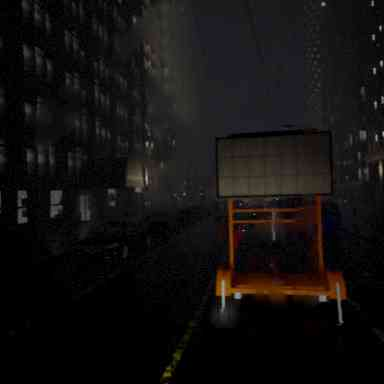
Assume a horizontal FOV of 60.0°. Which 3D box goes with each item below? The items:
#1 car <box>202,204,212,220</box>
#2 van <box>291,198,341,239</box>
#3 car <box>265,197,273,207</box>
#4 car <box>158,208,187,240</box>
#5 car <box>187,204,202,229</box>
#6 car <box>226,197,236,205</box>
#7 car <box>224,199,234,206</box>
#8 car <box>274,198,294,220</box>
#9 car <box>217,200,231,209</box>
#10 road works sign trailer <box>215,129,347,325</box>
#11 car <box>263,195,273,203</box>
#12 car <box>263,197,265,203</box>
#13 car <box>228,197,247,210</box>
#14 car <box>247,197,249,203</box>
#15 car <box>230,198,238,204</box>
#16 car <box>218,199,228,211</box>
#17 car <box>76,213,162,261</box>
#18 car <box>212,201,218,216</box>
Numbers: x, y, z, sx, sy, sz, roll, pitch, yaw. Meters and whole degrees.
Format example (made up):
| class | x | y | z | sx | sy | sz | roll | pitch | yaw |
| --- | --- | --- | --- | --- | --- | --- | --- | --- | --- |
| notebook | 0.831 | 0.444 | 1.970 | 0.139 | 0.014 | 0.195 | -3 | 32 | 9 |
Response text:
| class | x | y | z | sx | sy | sz | roll | pitch | yaw |
| --- | --- | --- | --- | --- | --- | --- | --- | --- | --- |
| car | 0.292 | 1.891 | 29.885 | 2.008 | 1.369 | 4.403 | -2 | -1 | 11 |
| van | 6.391 | 1.367 | 17.157 | 1.690 | 1.788 | 3.998 | -2 | -1 | 11 |
| car | 13.833 | 1.826 | 56.238 | 2.008 | 1.369 | 4.403 | -2 | -1 | 11 |
| car | -1.831 | 1.835 | 18.718 | 1.947 | 1.339 | 4.313 | -2 | -1 | 11 |
| car | -0.769 | 1.849 | 24.301 | 1.887 | 1.381 | 4.507 | -2 | -1 | 11 |
| car | 8.785 | 2.064 | 74.553 | 1.967 | 1.590 | 4.097 | -2 | -1 | 11 |
| car | 7.728 | 2.171 | 68.968 | 1.802 | 1.307 | 4.206 | -2 | -1 | 11 |
| car | 8.514 | 1.412 | 28.324 | 2.192 | 1.841 | 5.009 | -2 | -1 | 11 |
| car | 5.603 | 2.069 | 57.802 | 2.008 | 1.369 | 4.403 | -2 | -1 | 11 |
| road works sign trailer | 1.768 | 0.501 | 7.223 | 2.380 | 3.560 | 2.880 | -2 | -1 | 11 |
| car | 19.134 | 1.767 | 84.159 | 2.192 | 1.841 | 5.009 | -2 | -1 | 11 |
| car | 18.072 | 1.732 | 78.575 | 2.192 | 1.841 | 5.009 | -2 | -1 | 11 |
| car | 6.349 | 1.732 | 47.687 | 2.097 | 1.767 | 4.553 | -2 | -1 | 11 |
| car | 13.776 | 1.953 | 86.372 | 2.097 | 1.767 | 4.553 | -2 | -1 | 11 |
| car | 10.880 | 2.219 | 85.553 | 1.752 | 1.417 | 4.829 | -2 | -1 | 11 |
| car | 3.479 | 1.998 | 46.635 | 2.008 | 1.369 | 4.403 | -2 | -1 | 11 |
| car | -2.894 | 1.784 | 13.135 | 2.008 | 1.369 | 4.403 | -2 | -1 | 11 |
| car | 1.356 | 1.958 | 35.468 | 1.802 | 1.307 | 4.206 | -2 | -1 | 11 |
